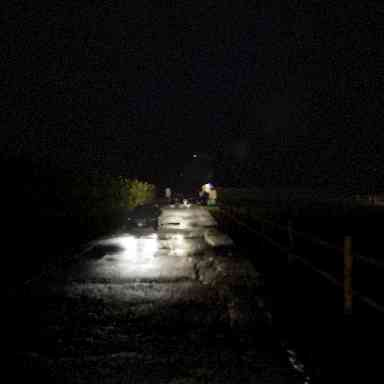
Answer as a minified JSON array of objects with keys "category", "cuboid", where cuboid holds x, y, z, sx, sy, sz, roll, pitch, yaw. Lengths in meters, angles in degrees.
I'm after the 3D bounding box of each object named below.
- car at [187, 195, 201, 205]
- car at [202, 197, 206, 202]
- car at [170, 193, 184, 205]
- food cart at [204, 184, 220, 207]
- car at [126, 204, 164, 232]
[{"category":"car","cuboid":[0.031,1.561,61.296,2.128,1.511,4.902,0,0,0]},{"category":"car","cuboid":[1.338,1.554,77.242,1.882,1.535,5.008,1,0,37]},{"category":"car","cuboid":[-2.746,1.293,62.048,2.150,2.045,5.566,0,0,1]},{"category":"food cart","cuboid":[3.177,0.531,53.247,2.280,3.560,4.660,1,1,0]},{"category":"car","cuboid":[-2.839,1.525,20.698,2.128,1.511,4.902,0,0,0]}]
